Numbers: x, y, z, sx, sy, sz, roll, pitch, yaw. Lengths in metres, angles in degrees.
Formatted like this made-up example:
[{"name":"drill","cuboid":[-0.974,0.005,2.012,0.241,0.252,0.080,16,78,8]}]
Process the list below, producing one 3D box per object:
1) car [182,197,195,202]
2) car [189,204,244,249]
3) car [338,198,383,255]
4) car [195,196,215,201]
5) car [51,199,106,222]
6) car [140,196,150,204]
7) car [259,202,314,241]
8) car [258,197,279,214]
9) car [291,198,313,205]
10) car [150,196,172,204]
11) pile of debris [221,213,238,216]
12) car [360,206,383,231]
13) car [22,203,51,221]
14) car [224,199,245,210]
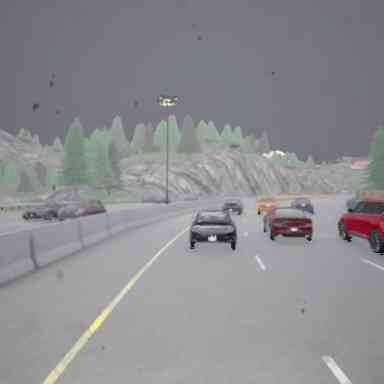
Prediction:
[{"name":"car","cuboid":[-0.320,1.576,65.527,1.994,1.385,4.181,0,0,23]},{"name":"car","cuboid":[0.968,1.498,14.572,2.128,1.511,4.902,0,0,5]},{"name":"car","cuboid":[7.869,1.245,13.520,2.150,2.045,5.566,0,0,5]},{"name":"car","cuboid":[3.130,1.571,64.686,2.033,1.411,5.357,0,0,24]},{"name":"car","cuboid":[-8.344,1.339,25.509,2.097,1.767,4.553,0,0,10]},{"name":"car","cuboid":[-8.213,1.501,64.736,1.837,1.490,4.892,0,0,22]},{"name":"car","cuboid":[4.763,1.494,17.048,1.882,1.535,5.008,0,0,7]},{"name":"car","cuboid":[8.152,1.382,35.373,2.097,1.767,4.553,0,0,14]},{"name":"car","cuboid":[12.043,1.392,36.513,2.097,1.767,4.553,0,0,14]},{"name":"car","cuboid":[-5.461,1.509,62.198,1.837,1.490,4.892,0,0,22]},{"name":"pile of debris","cuboid":[3.733,2.194,32.808,1.500,0.140,1.860,0,0,13]},{"name":"car","cuboid":[12.311,1.637,20.783,1.895,1.301,4.718,0,0,9]},{"name":"car","cuboid":[-11.666,1.544,26.827,1.994,1.385,4.181,0,0,10]},{"name":"car","cuboid":[4.345,1.521,34.549,1.837,1.490,4.892,0,0,13]}]
